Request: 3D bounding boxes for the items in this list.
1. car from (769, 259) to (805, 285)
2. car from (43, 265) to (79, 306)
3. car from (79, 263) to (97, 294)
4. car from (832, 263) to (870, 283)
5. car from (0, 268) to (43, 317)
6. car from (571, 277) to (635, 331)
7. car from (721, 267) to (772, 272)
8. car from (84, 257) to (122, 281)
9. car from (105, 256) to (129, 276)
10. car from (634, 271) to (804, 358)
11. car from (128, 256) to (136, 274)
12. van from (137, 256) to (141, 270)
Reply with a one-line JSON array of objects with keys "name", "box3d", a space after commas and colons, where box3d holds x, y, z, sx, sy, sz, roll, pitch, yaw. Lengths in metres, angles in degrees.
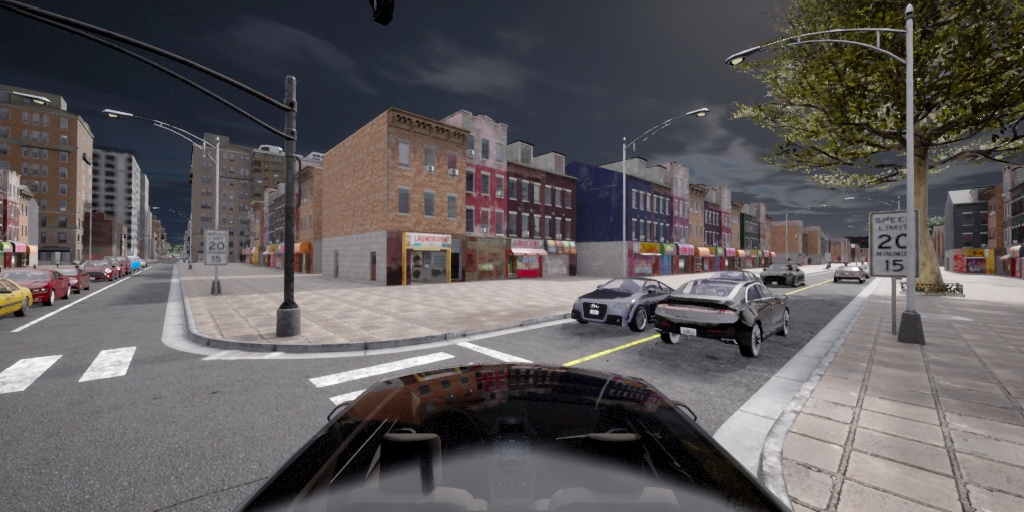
[{"name": "car", "box3d": [19.594, 1.297, 26.005, 4.553, 1.767, 2.097, 0, -1, -42]}, {"name": "car", "box3d": [-19.117, 1.189, 14.159, 1.888, 1.381, 4.507, 0, 0, -43]}, {"name": "car", "box3d": [-22.951, 1.211, 18.248, 1.802, 1.307, 4.207, 0, 0, -43]}, {"name": "car", "box3d": [29.308, 1.551, 31.117, 5.357, 1.411, 2.033, 1, -1, -43]}, {"name": "car", "box3d": [-15.167, 1.184, 9.947, 1.751, 1.417, 4.829, 0, 0, -43]}, {"name": "car", "box3d": [3.709, 1.368, 11.170, 4.181, 1.385, 1.994, 1, -1, -43]}, {"name": "car", "box3d": [11.193, 1.418, 18.166, 5.357, 1.411, 2.033, 1, -1, -43]}, {"name": "car", "box3d": [-30.620, 1.046, 26.425, 1.967, 1.591, 4.097, 0, 0, -43]}, {"name": "car", "box3d": [-34.454, 1.037, 30.514, 1.967, 1.591, 4.097, 0, 0, -43]}, {"name": "car", "box3d": [5.234, 1.283, 8.695, 4.902, 1.511, 2.128, 1, -1, -43]}, {"name": "car", "box3d": [-38.288, 0.903, 34.603, 2.192, 1.841, 5.009, 0, 0, -43]}, {"name": "van", "box3d": [-45.957, 0.914, 42.780, 1.690, 1.789, 3.998, 0, 0, -43]}]
